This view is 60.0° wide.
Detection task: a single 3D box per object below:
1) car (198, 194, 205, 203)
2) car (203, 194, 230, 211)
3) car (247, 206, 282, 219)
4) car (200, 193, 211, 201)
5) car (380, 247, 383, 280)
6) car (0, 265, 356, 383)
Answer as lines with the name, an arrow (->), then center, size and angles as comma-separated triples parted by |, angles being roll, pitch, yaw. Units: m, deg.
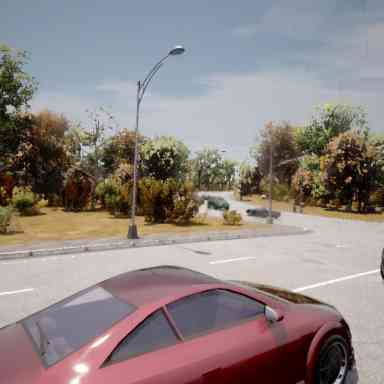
car -> 1.273, 1.521, 64.344 | 1.837, 1.490, 4.892 | 2, 2, -10
car -> 4.071, 1.736, 51.802 | 2.150, 2.045, 5.566 | 3, 1, -15
car -> 8.427, 2.381, 39.054 | 1.895, 1.301, 4.718 | 3, -1, -22
car -> 3.203, 1.130, 78.692 | 2.128, 1.511, 4.902 | 2, 2, -1
car -> 6.996, 1.487, 8.778 | 4.553, 1.767, 2.097 | 2, -1, -35
car -> -0.028, 1.572, 3.727 | 4.181, 1.385, 1.994 | 0, 0, -36
